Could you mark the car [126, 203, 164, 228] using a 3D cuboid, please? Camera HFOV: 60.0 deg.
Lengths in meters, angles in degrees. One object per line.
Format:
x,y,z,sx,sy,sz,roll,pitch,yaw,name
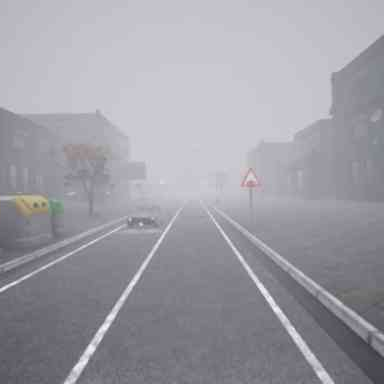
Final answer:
-2.921,1.458,21.755,2.033,1.411,5.357,-1,0,0,car
